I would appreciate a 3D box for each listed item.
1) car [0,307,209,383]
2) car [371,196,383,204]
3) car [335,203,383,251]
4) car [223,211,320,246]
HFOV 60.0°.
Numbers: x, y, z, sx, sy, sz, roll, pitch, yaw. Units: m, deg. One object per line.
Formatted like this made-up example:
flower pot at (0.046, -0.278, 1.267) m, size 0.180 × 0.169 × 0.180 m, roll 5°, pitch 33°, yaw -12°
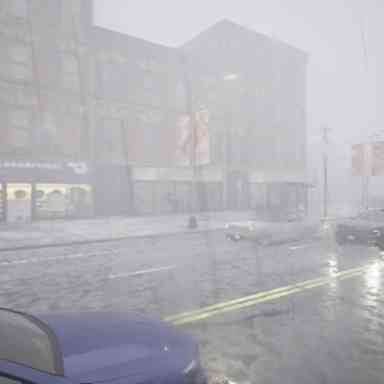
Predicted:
car at (-2.023, 1.527, 2.303) m, size 4.674 × 1.442 × 1.812 m, roll 0°, pitch 0°, yaw -35°
car at (28.727, 1.355, 49.474) m, size 1.882 × 1.535 × 5.008 m, roll 0°, pitch 0°, yaw 1°
car at (8.035, 1.443, 14.043) m, size 5.008 × 1.535 × 1.882 m, roll 0°, pitch 0°, yaw -36°
car at (3.703, 1.573, 15.231) m, size 4.718 × 1.301 × 1.895 m, roll 0°, pitch 0°, yaw -36°
